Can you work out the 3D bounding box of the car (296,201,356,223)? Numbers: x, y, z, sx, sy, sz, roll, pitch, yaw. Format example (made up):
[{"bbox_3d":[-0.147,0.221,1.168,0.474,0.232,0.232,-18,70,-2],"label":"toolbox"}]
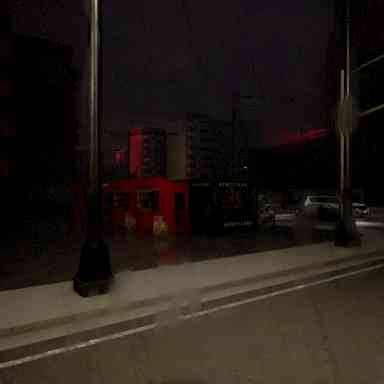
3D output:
[{"bbox_3d":[10.565,1.667,27.023,1.994,1.385,4.181,0,-1,-36],"label":"car"}]

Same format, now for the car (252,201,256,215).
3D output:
[{"bbox_3d":[5.385,1.685,34.184,1.882,1.535,5.008,0,-1,-36],"label":"car"}]

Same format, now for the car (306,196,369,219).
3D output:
[{"bbox_3d":[12.785,1.339,29.932,2.150,2.045,5.566,0,-1,-36],"label":"car"}]
